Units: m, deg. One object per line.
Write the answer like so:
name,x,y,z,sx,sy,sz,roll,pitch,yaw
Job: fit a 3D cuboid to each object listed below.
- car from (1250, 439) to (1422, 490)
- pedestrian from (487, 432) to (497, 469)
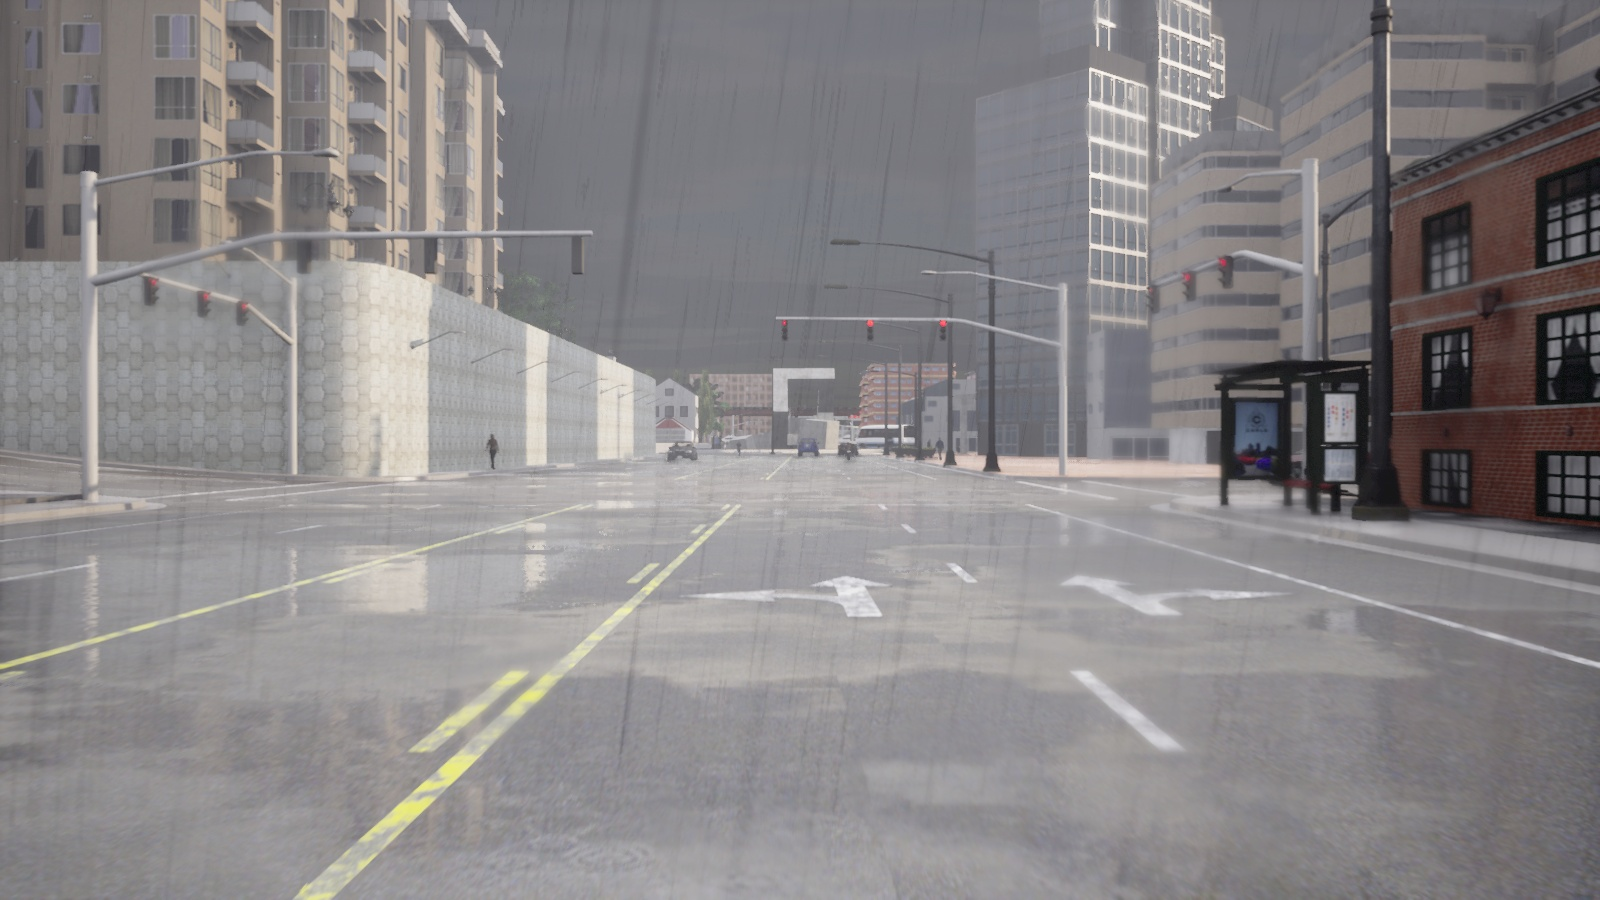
car,17.824,0.456,41.940,4.856,1.649,2.033,0,0,0
pedestrian,-15.408,0.037,62.865,0.331,1.846,0.634,0,0,1
